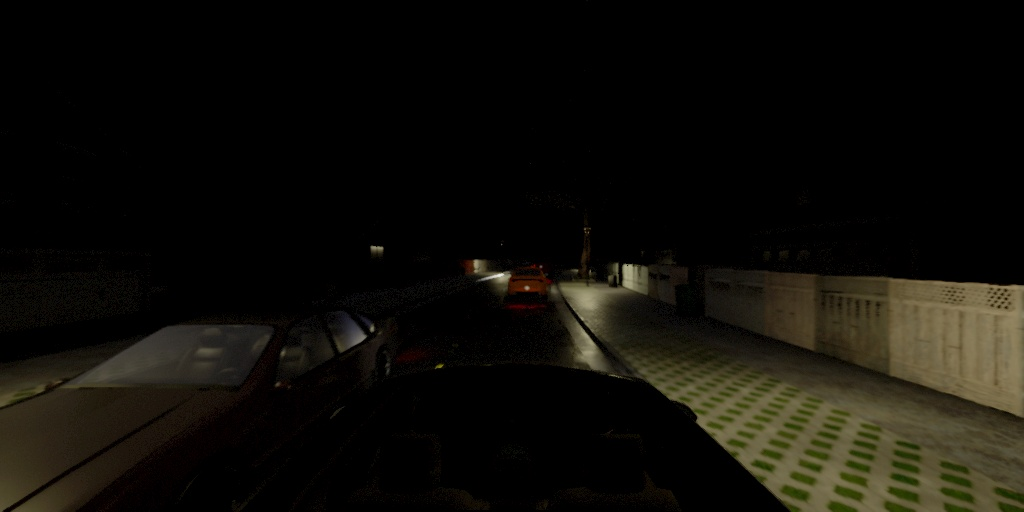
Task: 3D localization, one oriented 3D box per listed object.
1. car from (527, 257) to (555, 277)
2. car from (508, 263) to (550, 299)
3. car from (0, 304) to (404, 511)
[{"bbox_3d":[3.267,1.136,37.492,2.150,2.045,5.566,0,0,10],"label":"car"},{"bbox_3d":[0.879,1.306,18.790,1.882,1.535,5.008,0,0,4],"label":"car"},{"bbox_3d":[-2.800,1.302,3.968,2.033,1.411,5.357,0,0,1],"label":"car"}]
